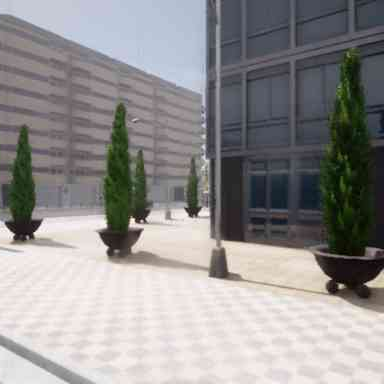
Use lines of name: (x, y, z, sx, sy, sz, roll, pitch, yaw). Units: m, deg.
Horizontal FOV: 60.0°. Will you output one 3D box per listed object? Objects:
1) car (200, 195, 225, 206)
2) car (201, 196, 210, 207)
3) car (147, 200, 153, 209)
car: (3.472, 1.355, 55.685, 2.097, 1.767, 4.553, 0, 0, 36)
car: (3.891, 1.441, 50.216, 2.128, 1.511, 4.902, 0, 0, 36)
car: (-6.980, 1.427, 41.468, 1.882, 1.535, 5.008, 0, 0, 36)
